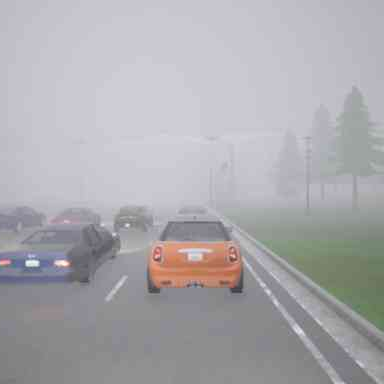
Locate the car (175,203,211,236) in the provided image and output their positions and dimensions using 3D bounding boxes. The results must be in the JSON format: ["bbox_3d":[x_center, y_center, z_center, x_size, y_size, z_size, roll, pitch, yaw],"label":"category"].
[{"bbox_3d":[0.033,1.518,19.858,1.882,1.535,5.008,0,0,0],"label":"car"}]

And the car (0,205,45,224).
[{"bbox_3d":[-10.468,1.519,19.821,1.882,1.535,5.008,0,0,0],"label":"car"}]

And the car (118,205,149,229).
[{"bbox_3d":[-3.470,1.546,20.294,1.837,1.490,4.892,0,0,0],"label":"car"}]

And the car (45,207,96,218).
[{"bbox_3d":[-6.971,1.606,20.369,1.994,1.385,4.181,0,0,0],"label":"car"}]

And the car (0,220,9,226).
[{"bbox_3d":[-6.933,1.618,8.384,1.895,1.301,4.718,0,0,0],"label":"car"}]

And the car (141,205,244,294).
[{"bbox_3d":[0.070,1.370,9.021,2.097,1.767,4.553,0,0,0],"label":"car"}]

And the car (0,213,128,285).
[{"bbox_3d":[-3.425,1.568,9.589,2.033,1.411,5.357,0,0,-1],"label":"car"}]
